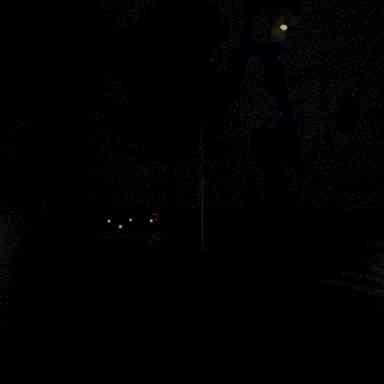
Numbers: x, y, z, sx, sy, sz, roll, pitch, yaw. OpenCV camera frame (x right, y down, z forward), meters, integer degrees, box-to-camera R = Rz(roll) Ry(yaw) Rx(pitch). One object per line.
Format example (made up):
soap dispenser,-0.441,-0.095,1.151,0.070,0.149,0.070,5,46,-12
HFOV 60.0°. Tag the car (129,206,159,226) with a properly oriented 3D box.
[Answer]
car,-4.306,1.841,25.738,1.837,1.490,4.892,0,-1,-35

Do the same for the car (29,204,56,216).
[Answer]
car,-19.431,2.325,42.455,2.033,1.411,5.357,0,-1,-35

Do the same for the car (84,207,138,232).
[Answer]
car,-5.735,1.909,22.631,1.895,1.301,4.718,0,-1,-35

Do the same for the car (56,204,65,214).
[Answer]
car,-19.862,2.440,48.062,1.994,1.385,4.181,0,-1,-35
